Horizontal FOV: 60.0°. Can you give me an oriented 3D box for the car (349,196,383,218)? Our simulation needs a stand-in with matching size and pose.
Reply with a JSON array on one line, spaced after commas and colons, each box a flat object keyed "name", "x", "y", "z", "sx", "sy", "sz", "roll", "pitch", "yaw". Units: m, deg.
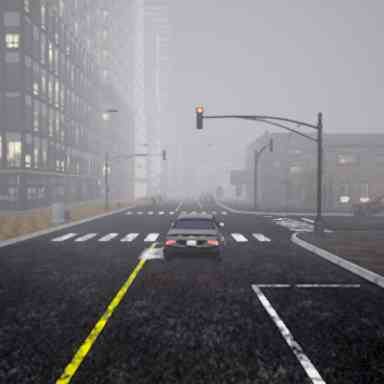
[{"name": "car", "x": 16.364, "y": 1.265, "z": 28.651, "sx": 5.009, "sy": 1.841, "sz": 2.192, "roll": 1, "pitch": 1, "yaw": 0}]

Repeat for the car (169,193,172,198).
[{"name": "car", "x": -6.184, "y": 1.037, "z": 88.201, "sx": 1.752, "sy": 1.417, "sz": 4.829, "roll": -1, "pitch": 0, "yaw": 0}]

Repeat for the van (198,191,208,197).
[{"name": "van", "x": 2.360, "y": 1.039, "z": 54.501, "sx": 1.690, "sy": 1.788, "sz": 3.998, "roll": -1, "pitch": 0, "yaw": 0}]

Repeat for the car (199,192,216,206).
[{"name": "car", "x": 2.395, "y": 1.169, "z": 48.857, "sx": 1.967, "sy": 1.590, "sz": 4.097, "roll": -1, "pitch": 0, "yaw": 0}]

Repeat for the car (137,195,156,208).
[{"name": "car", "x": -6.087, "y": 1.284, "z": 43.048, "sx": 1.752, "sy": 1.417, "sz": 4.829, "roll": -1, "pitch": 0, "yaw": 0}]

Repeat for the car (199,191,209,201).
[{"name": "car", "x": 2.671, "y": 0.814, "z": 74.796, "sx": 2.150, "sy": 2.045, "sz": 5.566, "roll": 0, "pitch": 0, "yaw": 0}]

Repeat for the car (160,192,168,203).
[{"name": "car", "x": -6.017, "y": 1.230, "z": 60.152, "sx": 1.947, "sy": 1.339, "sz": 4.313, "roll": -1, "pitch": 0, "yaw": 0}]

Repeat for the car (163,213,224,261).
[{"name": "car", "x": 0.162, "y": 1.480, "z": 11.979, "sx": 2.033, "sy": 1.411, "sz": 5.357, "roll": 0, "pitch": 0, "yaw": 4}]

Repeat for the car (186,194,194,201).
[{"name": "car", "x": -0.413, "y": 1.131, "z": 71.021, "sx": 2.128, "sy": 1.511, "sz": 4.902, "roll": 0, "pitch": 0, "yaw": 0}]

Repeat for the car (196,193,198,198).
[{"name": "car", "x": 2.326, "y": 0.982, "z": 60.145, "sx": 2.192, "sy": 1.841, "sz": 5.009, "roll": -1, "pitch": 0, "yaw": 0}]

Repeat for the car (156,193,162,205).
[{"name": "car", "x": -5.950, "y": 1.292, "z": 48.863, "sx": 1.947, "sy": 1.339, "sz": 4.313, "roll": -1, "pitch": 0, "yaw": 0}]
